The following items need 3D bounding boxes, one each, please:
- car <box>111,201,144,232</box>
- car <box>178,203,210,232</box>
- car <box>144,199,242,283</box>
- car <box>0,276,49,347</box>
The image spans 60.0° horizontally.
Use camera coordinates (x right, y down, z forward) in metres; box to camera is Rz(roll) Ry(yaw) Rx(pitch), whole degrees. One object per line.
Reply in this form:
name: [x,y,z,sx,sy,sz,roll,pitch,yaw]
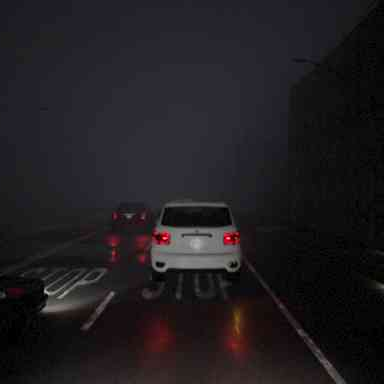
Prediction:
car: [-3.398,1.346,20.081,2.097,1.767,4.553,0,0,0]
car: [0.101,1.526,21.168,1.812,1.442,4.674,0,0,0]
car: [0.103,1.217,9.847,2.150,2.045,5.566,0,-1,0]
car: [-3.401,1.542,3.291,2.033,1.411,5.357,0,0,0]
